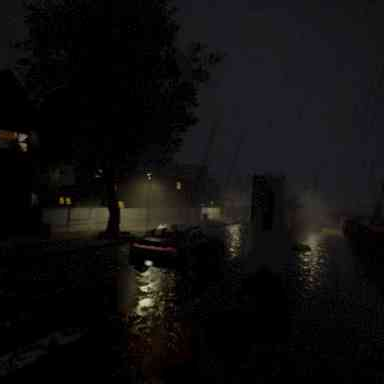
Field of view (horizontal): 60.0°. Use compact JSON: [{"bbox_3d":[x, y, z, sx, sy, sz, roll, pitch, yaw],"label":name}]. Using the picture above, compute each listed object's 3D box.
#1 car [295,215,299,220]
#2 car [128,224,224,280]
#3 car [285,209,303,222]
[{"bbox_3d":[11.120,3.152,39.244,1.812,1.442,4.674,3,-1,23],"label":"car"},{"bbox_3d":[-0.289,1.867,11.500,2.128,1.511,4.902,3,-1,22],"label":"car"},{"bbox_3d":[15.062,3.429,48.970,2.097,1.767,4.553,3,-1,22],"label":"car"}]
